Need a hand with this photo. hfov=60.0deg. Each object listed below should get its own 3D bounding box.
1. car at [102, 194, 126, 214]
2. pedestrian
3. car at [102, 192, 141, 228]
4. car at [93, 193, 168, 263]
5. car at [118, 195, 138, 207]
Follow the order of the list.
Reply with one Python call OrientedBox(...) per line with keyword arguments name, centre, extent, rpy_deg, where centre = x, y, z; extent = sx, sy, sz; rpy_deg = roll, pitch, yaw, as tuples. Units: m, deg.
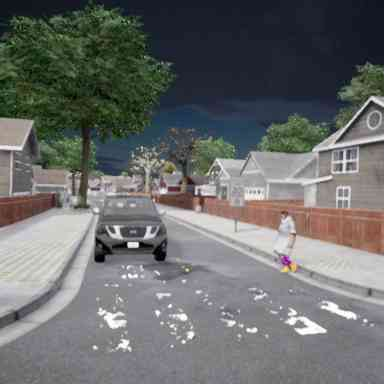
OrientedBox(name="car", centre=(-7.915, 1.164, 33.301), extent=(2.097, 1.767, 4.553), rpy_deg=(2, 0, -16))
OrientedBox(name="pedestrian", centre=(2.667, 1.346, 9.354), extent=(0.375, 1.860, 0.375), rpy_deg=(1, 1, -14))
OrientedBox(name="car", centre=(-4.849, 1.096, 22.143), extent=(2.150, 2.045, 5.566), rpy_deg=(2, 0, -15))
OrientedBox(name="car", centre=(-2.300, 1.136, 12.046), extent=(2.150, 2.045, 5.566), rpy_deg=(2, 0, -14))
OrientedBox(name="car", centre=(-9.256, 1.284, 47.784), extent=(2.128, 1.511, 4.902), rpy_deg=(2, 0, -18))
